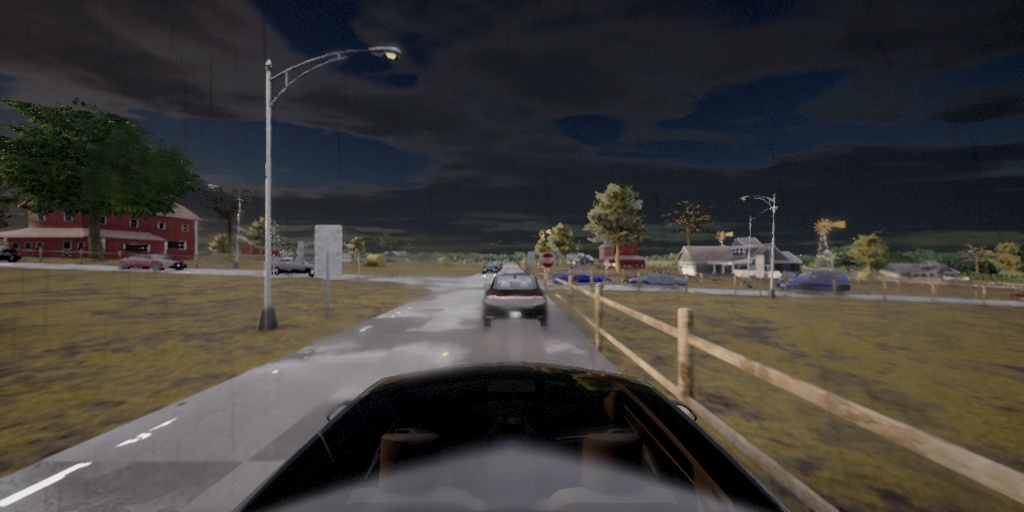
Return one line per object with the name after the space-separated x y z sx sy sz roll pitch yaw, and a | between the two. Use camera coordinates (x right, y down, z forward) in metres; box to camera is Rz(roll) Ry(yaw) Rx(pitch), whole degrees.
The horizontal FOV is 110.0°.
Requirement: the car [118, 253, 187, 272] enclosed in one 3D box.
-28.930 0.497 28.989 4.181 1.385 1.994 2 -1 0 | car

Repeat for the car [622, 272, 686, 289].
12.744 2.098 31.944 5.357 1.411 2.033 2 -1 -2 | car

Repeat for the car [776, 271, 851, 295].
26.869 2.333 31.997 5.566 2.045 2.150 2 -1 0 | car

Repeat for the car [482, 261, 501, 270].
-2.847 1.703 46.799 1.994 1.385 4.181 0 -1 -1 | car

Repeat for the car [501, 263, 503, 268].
-2.838 1.575 56.069 2.097 1.767 4.553 0 -1 0 | car

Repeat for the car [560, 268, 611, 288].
5.646 1.715 28.534 5.008 1.535 1.882 3 -2 -27 | car

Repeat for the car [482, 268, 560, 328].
0.095 1.321 11.672 2.128 1.511 4.902 0 0 0 | car

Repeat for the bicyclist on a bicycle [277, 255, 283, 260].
-22.621 0.682 34.982 0.582 1.620 1.656 2 -1 0 | bicyclist on a bicycle

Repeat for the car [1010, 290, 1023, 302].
47.704 3.337 31.933 4.553 1.767 2.097 2 -1 0 | car

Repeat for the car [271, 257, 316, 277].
-17.135 0.860 29.001 4.902 1.511 2.128 2 -1 0 | car

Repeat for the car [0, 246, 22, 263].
-46.843 -0.175 31.868 4.892 1.490 1.837 2 -1 0 | car
